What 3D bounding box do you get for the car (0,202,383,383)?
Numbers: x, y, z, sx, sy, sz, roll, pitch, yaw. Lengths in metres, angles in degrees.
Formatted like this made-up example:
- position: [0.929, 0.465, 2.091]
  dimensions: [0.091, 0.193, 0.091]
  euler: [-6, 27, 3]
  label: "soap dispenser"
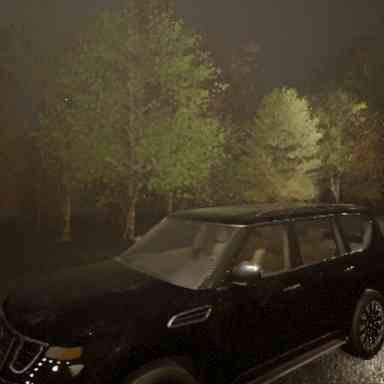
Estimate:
- position: [0.535, 1.201, 4.374]
  dimensions: [5.566, 2.045, 2.150]
  euler: [-1, 0, -35]
  label: "car"
